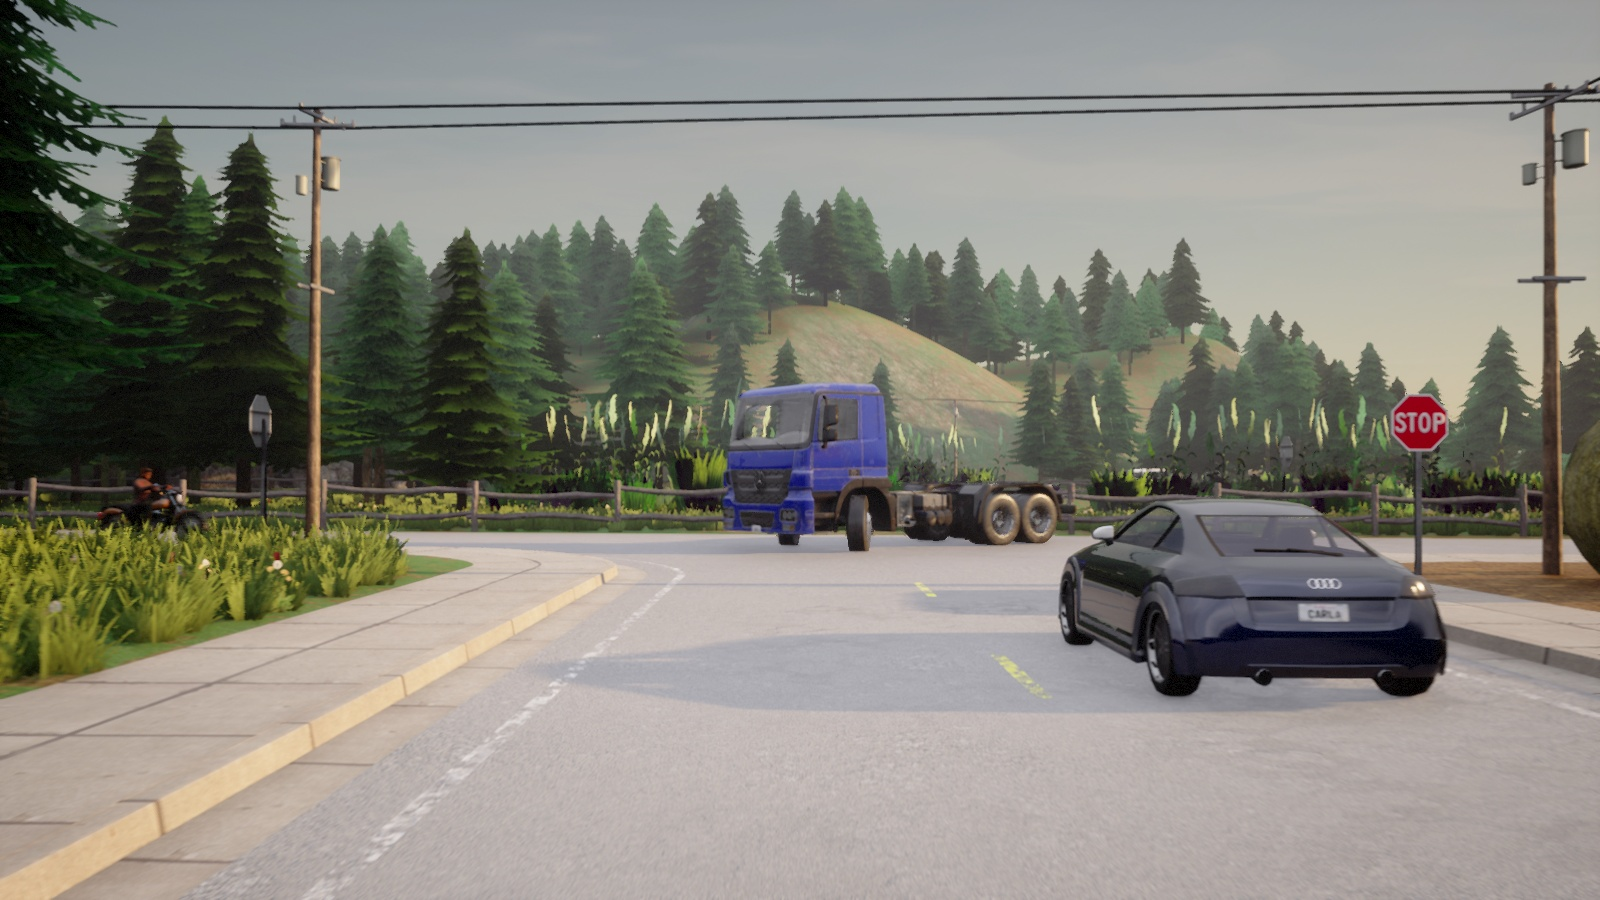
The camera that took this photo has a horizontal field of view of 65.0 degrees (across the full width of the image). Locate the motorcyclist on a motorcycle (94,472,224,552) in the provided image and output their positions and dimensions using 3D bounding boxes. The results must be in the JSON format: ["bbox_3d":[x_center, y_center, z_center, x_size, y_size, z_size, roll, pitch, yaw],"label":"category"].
[{"bbox_3d":[-13.425,1.297,26.342,2.350,1.649,0.766,0,-1,3],"label":"motorcyclist on a motorcycle"}]

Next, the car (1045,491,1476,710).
[{"bbox_3d":[3.480,1.071,10.457,1.994,1.385,4.181,0,-1,-1],"label":"car"}]

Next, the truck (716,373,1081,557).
[{"bbox_3d":[2.303,0.328,27.207,7.936,3.462,2.891,0,-2,-37],"label":"truck"}]

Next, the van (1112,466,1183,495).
[{"bbox_3d":[25.246,2.205,91.301,4.480,2.038,2.069,0,-1,-3],"label":"van"}]
